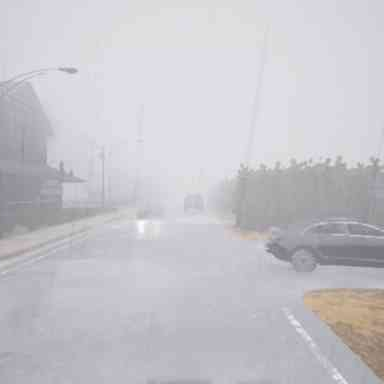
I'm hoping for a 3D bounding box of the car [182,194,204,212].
[{"bbox_3d":[0.119,1.228,38.799,2.150,2.045,5.566,0,0,-3],"label":"car"}]

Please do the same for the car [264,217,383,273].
[{"bbox_3d":[4.618,1.494,9.719,4.902,1.511,2.128,0,1,12],"label":"car"}]

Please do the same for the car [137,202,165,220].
[{"bbox_3d":[-3.408,1.571,28.223,1.994,1.385,4.181,0,0,1],"label":"car"}]
